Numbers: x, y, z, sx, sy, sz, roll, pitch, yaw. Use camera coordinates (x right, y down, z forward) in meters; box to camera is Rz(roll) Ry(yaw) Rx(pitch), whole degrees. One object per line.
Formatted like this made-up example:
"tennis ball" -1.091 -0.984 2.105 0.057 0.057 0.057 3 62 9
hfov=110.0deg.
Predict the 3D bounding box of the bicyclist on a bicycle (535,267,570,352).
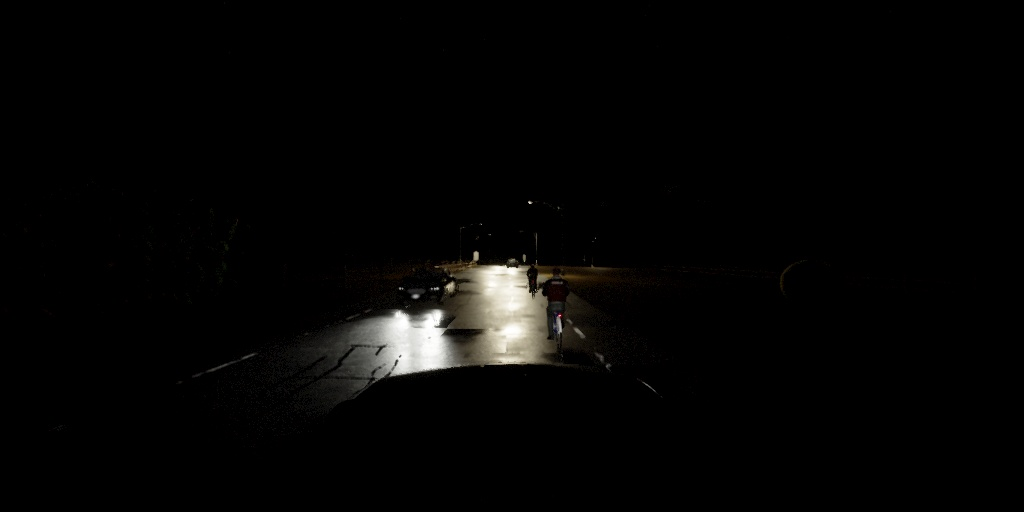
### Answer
"bicyclist on a bicycle" 0.966 1.122 8.038 0.659 1.776 1.843 0 0 0

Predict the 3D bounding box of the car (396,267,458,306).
"car" -3.594 1.246 15.840 2.128 1.511 4.902 0 0 0

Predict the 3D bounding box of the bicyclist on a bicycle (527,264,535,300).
"bicyclist on a bicycle" 0.970 1.208 16.783 0.582 1.620 1.656 0 0 0

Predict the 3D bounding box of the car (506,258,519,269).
"car" 0.114 1.510 63.992 1.994 1.385 4.181 0 0 0
